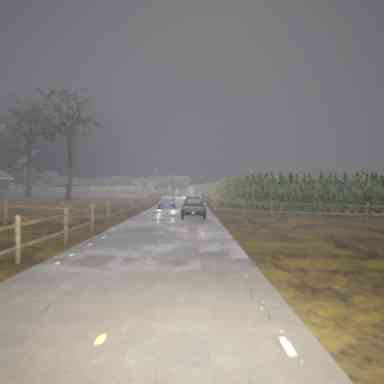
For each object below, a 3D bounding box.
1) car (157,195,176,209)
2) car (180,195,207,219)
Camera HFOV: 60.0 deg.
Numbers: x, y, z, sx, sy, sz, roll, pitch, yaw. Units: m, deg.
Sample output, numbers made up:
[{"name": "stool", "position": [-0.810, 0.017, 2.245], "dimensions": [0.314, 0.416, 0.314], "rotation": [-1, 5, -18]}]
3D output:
[{"name": "car", "position": [-2.736, 1.111, 37.217], "dimensions": [1.812, 1.442, 4.674], "rotation": [0, 1, 0]}, {"name": "car", "position": [0.108, 1.218, 25.556], "dimensions": [2.128, 1.511, 4.902], "rotation": [0, 1, 0]}]
